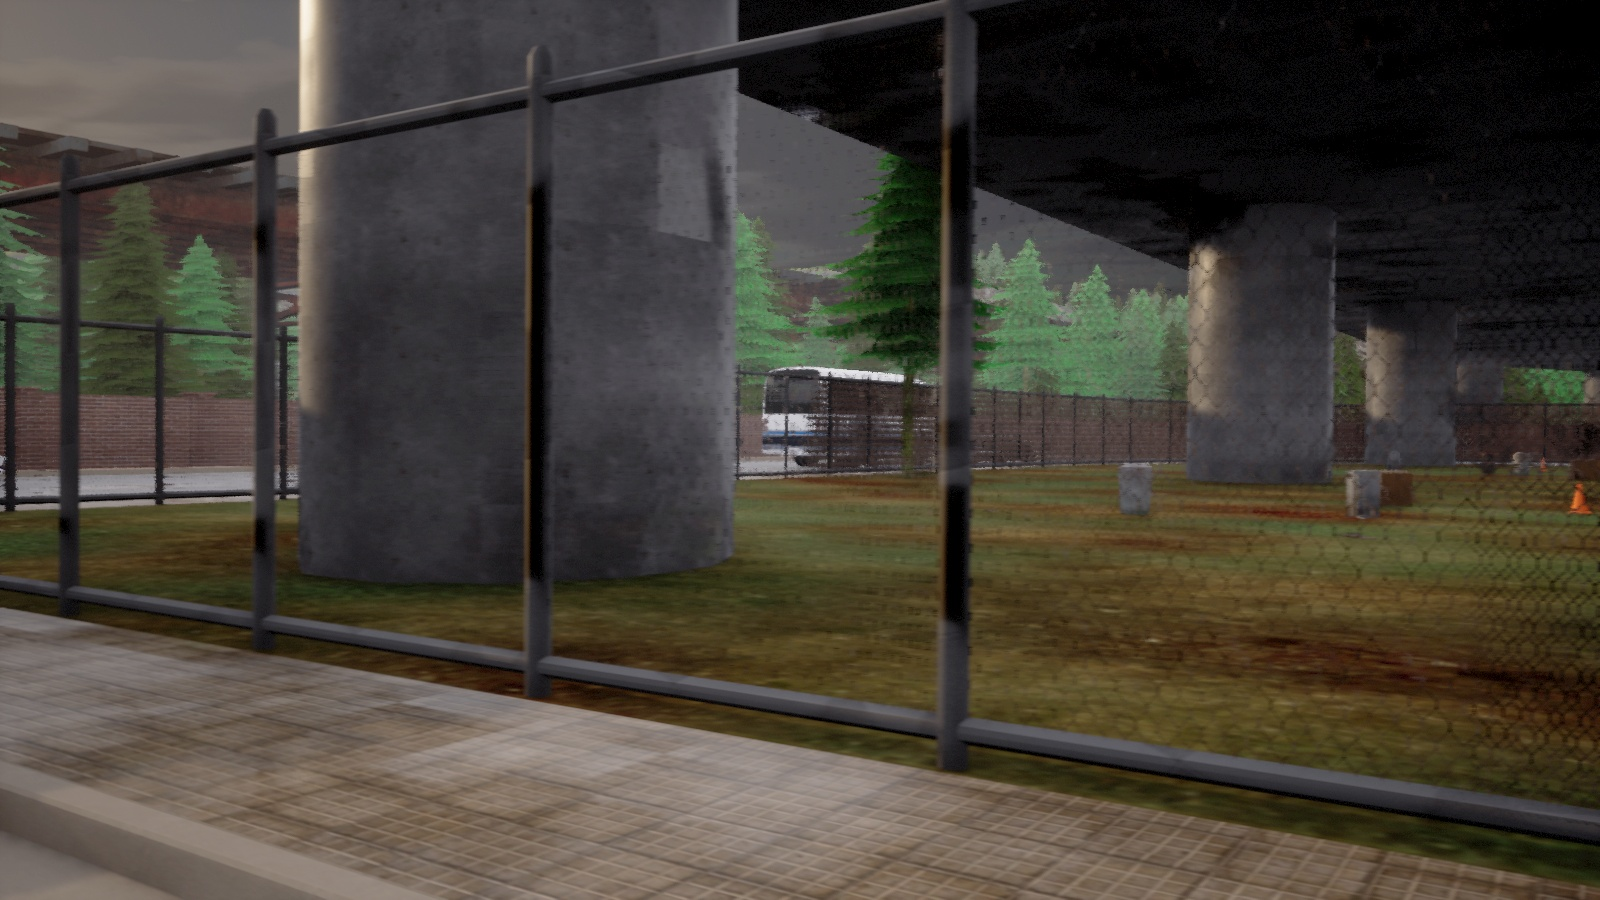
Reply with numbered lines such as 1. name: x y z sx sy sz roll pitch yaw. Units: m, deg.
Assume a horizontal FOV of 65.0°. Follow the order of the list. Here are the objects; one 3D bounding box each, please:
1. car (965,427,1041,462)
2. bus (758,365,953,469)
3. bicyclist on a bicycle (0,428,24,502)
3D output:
1. car: 9.755 -0.281 60.220 1.851 1.617 3.988 0 1 39
2. bus: 2.741 -1.443 56.614 3.944 4.253 10.273 0 1 34
3. bicyclist on a bicycle: -19.631 0.372 29.883 0.659 1.776 1.843 0 1 34
